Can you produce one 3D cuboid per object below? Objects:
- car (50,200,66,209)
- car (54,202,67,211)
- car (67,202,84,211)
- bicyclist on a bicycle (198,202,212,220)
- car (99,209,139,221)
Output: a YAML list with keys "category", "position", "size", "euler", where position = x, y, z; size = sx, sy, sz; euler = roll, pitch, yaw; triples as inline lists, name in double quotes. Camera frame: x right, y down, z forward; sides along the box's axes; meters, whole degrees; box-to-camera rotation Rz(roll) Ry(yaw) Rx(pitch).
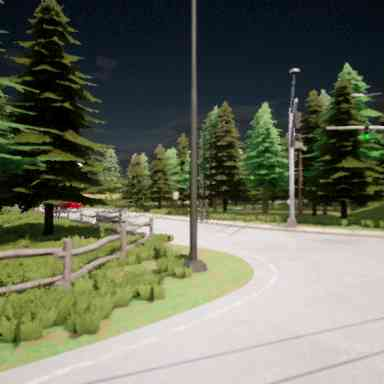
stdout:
- category: "car"
  position: [-24.838, 2.285, 61.608]
  size: [1.882, 1.535, 5.008]
  euler: [0, -1, -32]
- category: "car"
  position: [-19.266, 2.168, 46.309]
  size: [1.994, 1.385, 4.181]
  euler: [0, -1, -34]
- category: "car"
  position: [-18.239, 1.886, 51.350]
  size: [2.150, 2.045, 5.566]
  euler: [1, -1, -33]
- category: "bicyclist on a bicycle"
  position: [1.127, 1.670, 29.228]
  size: [1.656, 1.620, 0.582]
  euler: [0, -1, -34]
- category: "car"
  position: [-5.979, 1.935, 26.397]
  size: [1.895, 1.301, 4.718]
  euler: [0, -1, -34]
